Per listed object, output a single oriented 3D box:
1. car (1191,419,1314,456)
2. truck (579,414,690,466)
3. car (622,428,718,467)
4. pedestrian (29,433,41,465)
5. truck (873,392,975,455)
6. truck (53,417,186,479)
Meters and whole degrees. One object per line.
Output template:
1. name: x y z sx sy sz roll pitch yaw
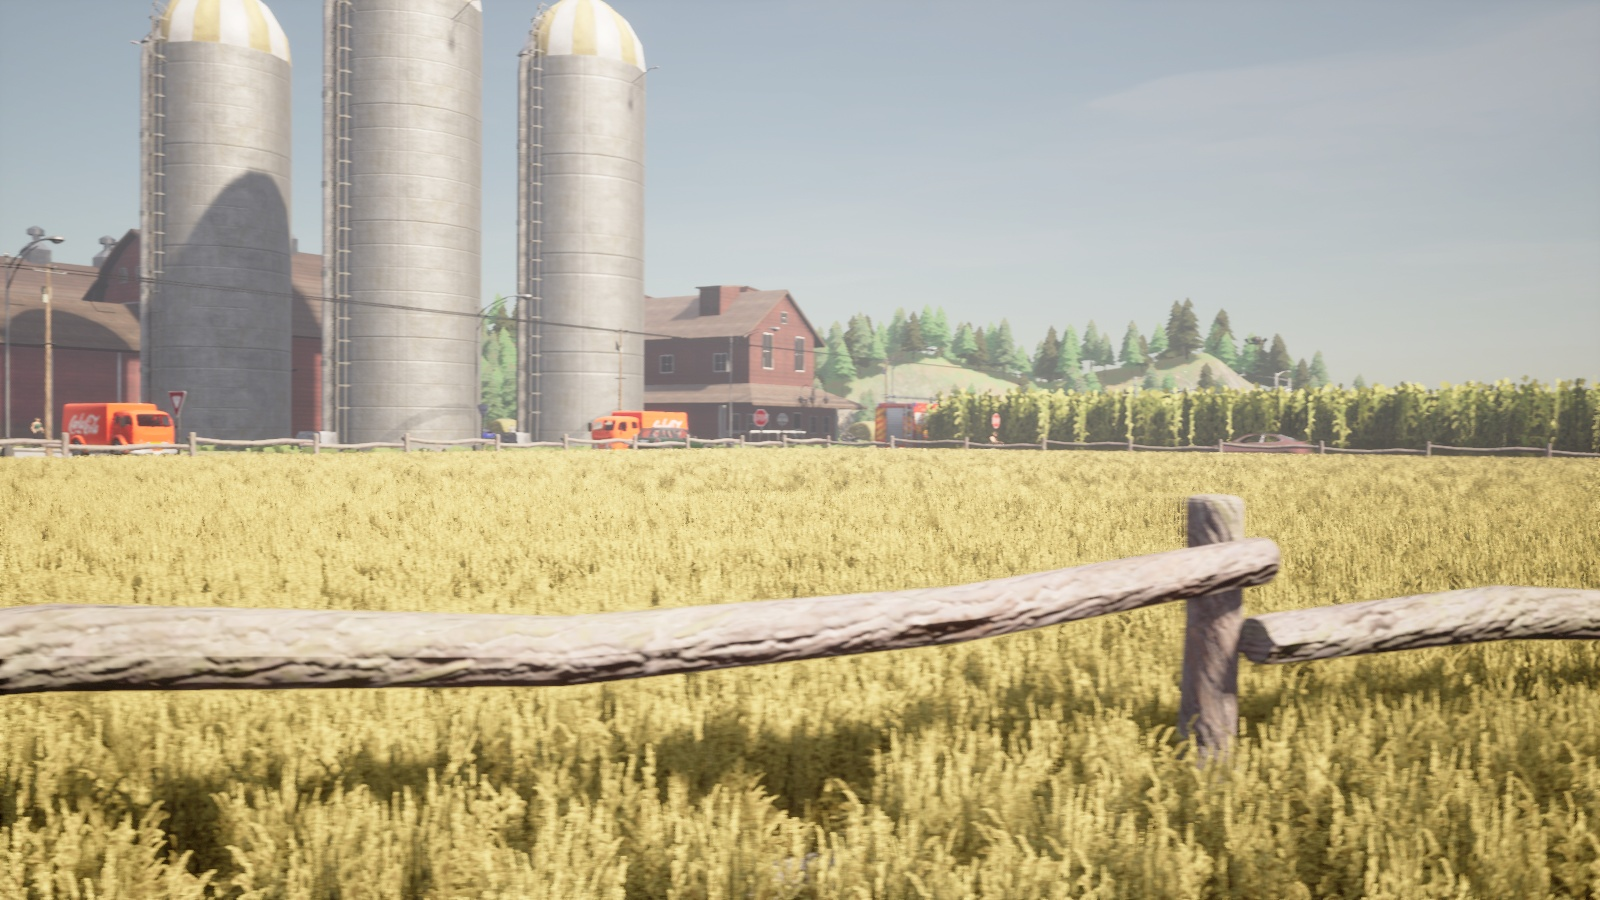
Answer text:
1. car: 21.072 -0.576 58.573 5.027 1.651 2.152 0 1 34
2. truck: -8.168 -0.512 62.451 2.627 2.467 5.204 0 1 35
3. car: -6.078 -0.145 59.319 2.097 1.767 4.553 0 1 33
4. pedestrian: -44.284 -0.053 72.690 0.594 1.836 0.345 0 1 35
5. truck: 8.067 -1.668 80.753 2.891 3.827 8.468 0 1 33
6. truck: -28.468 -0.100 52.515 5.204 2.467 2.627 0 1 33
